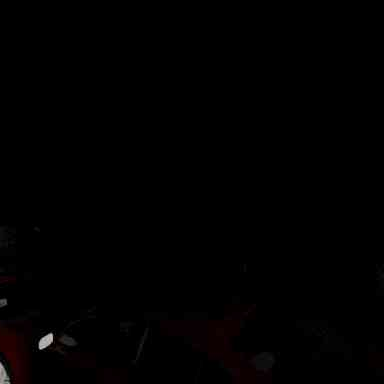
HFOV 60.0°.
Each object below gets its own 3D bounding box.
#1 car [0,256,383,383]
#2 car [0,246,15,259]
[{"bbox_3d":[-0.264,1.545,3.148,4.507,1.381,1.887,0,0,35],"label":"car"},{"bbox_3d":[-4.698,1.545,6.297,4.507,1.381,1.887,0,0,35],"label":"car"}]
